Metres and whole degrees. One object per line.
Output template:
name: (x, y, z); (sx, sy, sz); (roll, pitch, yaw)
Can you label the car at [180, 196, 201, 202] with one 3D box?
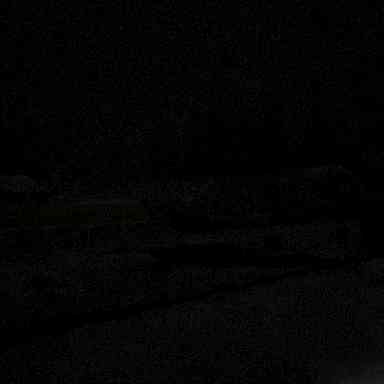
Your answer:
car: (-0.362, 1.502, 58.172); (1.882, 1.535, 5.008); (0, 0, -35)
